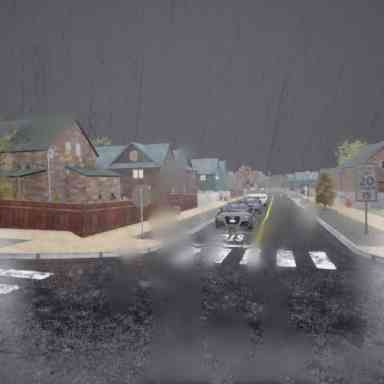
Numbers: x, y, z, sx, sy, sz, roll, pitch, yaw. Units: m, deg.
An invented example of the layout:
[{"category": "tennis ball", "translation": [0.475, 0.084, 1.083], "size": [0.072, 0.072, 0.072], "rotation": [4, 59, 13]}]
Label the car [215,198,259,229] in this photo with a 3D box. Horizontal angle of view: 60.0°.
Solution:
[{"category": "car", "translation": [2.555, 1.275, 18.970], "size": [1.994, 1.385, 4.181], "rotation": [-1, 1, 14]}]

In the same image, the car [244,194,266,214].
[{"category": "car", "translation": [5.016, 1.118, 28.603], "size": [1.994, 1.385, 4.181], "rotation": [-1, 1, 14]}]

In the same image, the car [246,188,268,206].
[{"category": "car", "translation": [7.728, 0.601, 39.199], "size": [2.150, 2.045, 5.566], "rotation": [-1, 1, 14]}]
